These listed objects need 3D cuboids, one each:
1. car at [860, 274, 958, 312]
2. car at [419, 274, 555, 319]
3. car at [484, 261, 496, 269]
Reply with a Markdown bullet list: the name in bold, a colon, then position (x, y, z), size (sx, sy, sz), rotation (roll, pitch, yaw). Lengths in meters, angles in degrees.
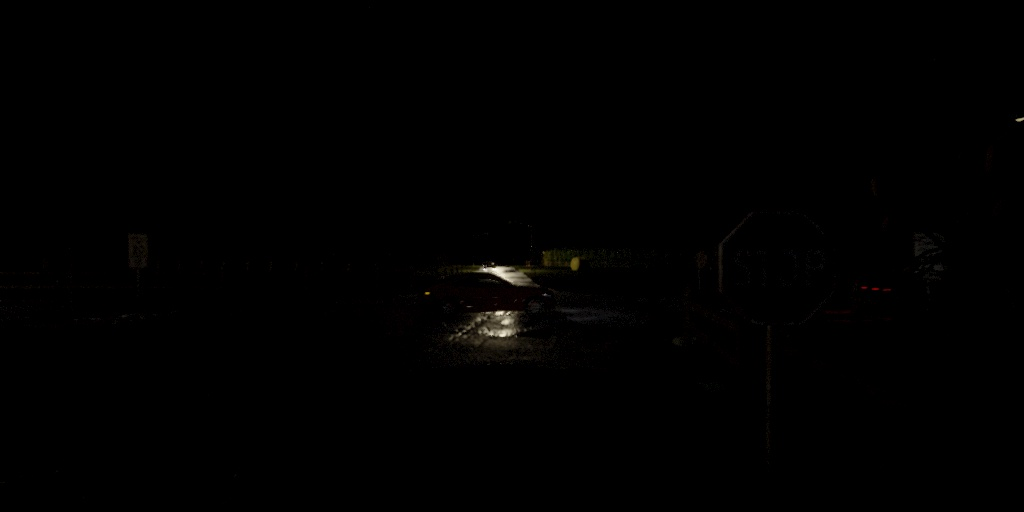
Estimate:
- **car**: position (16.218, 1.439, 14.154), size (4.892, 1.490, 1.837), rotation (0, 0, -6)
- **car**: position (-0.851, 1.337, 12.604), size (4.674, 1.442, 1.812), rotation (0, 0, -4)
- **car**: position (-4.012, 1.614, 65.050), size (1.837, 1.490, 4.892), rotation (0, 0, -3)
